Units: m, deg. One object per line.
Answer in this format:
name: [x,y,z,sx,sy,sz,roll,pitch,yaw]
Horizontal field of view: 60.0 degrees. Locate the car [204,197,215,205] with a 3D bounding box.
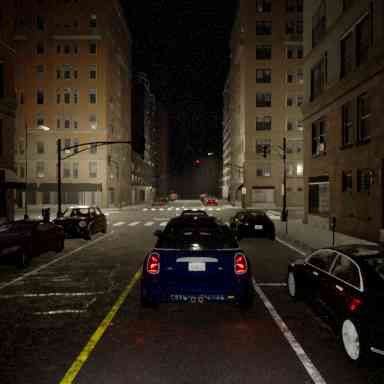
car: [3.098,1.571,59.243,1.752,1.417,4.829,0,0,0]

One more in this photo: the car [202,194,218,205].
car: [3.069,1.476,53.663,1.967,1.590,4.097,0,0,0]

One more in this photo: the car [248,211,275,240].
car: [2.910,1.566,16.573,1.947,1.339,4.313,0,0,0]

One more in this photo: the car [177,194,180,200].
car: [-5.260,1.457,91.565,2.192,1.841,5.009,0,0,0]

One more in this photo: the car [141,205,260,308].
car: [0.105,1.352,8.064,2.097,1.767,4.553,0,0,0]

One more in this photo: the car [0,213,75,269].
car: [-5.634,1.582,11.101,1.802,1.307,4.206,0,0,0]

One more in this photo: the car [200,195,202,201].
car: [3.126,1.607,64.481,2.008,1.369,4.403,0,0,0]

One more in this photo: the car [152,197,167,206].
car: [-5.455,1.618,53.705,1.802,1.307,4.206,0,0,0]

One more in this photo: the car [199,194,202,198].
car: [3.181,1.524,75.299,1.967,1.590,4.097,0,0,0]

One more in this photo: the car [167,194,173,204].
car: [-5.399,1.607,64.522,2.008,1.369,4.403,0,0,0]

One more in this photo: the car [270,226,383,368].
car: [2.873,1.551,5.571,2.008,1.369,4.403,0,0,0]

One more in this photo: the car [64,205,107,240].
car: [-5.616,1.441,16.603,1.967,1.590,4.097,0,0,0]

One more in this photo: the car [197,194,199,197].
car: [3.264,1.457,91.526,2.192,1.841,5.009,0,0,0]

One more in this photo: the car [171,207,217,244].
car: [0.100,1.565,16.647,1.994,1.385,4.181,0,0,1]

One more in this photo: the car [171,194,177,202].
car: [-5.316,1.626,80.577,1.752,1.417,4.829,0,0,0]
